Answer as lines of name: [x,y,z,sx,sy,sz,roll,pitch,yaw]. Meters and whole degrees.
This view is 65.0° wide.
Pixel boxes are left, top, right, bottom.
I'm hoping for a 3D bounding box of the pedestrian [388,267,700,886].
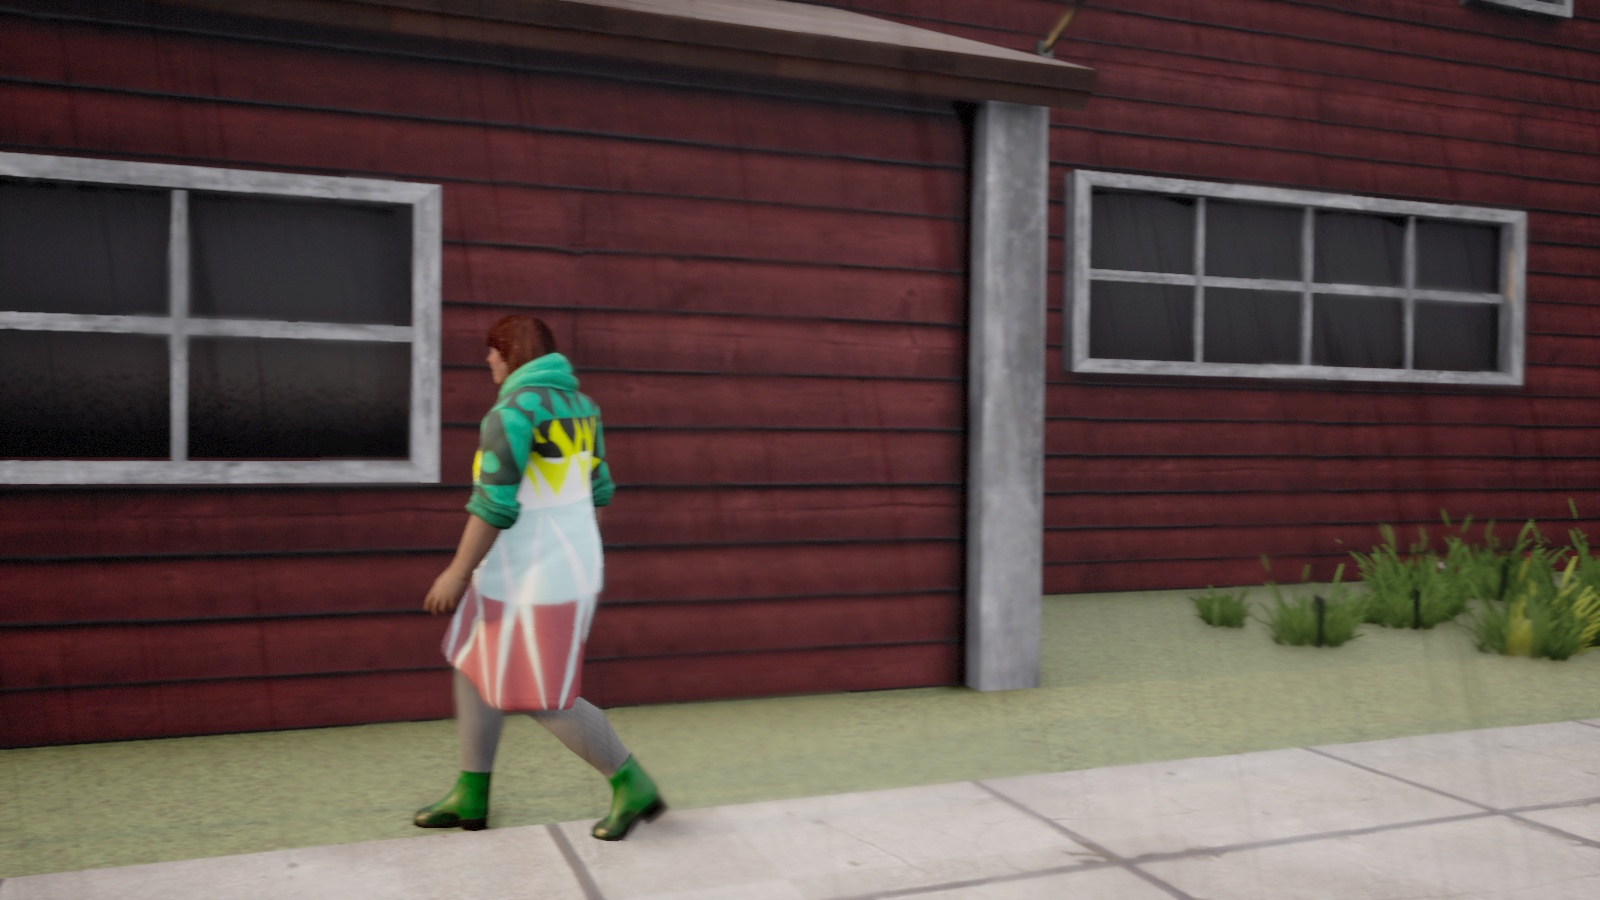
pedestrian: [-0.844,0.399,4.325,0.873,1.952,0.659,-1,1,6]
